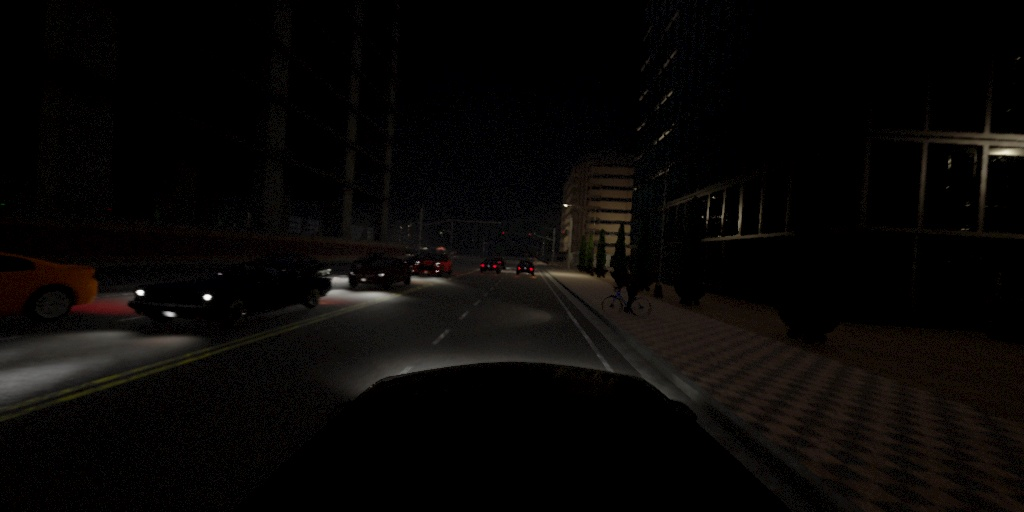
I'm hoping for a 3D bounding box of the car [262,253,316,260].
[{"bbox_3d":[-10.113,0.586,15.876,2.033,1.411,5.357,4,0,2],"label":"car"}]

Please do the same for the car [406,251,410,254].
[{"bbox_3d":[-9.219,0.543,36.292,2.033,1.411,5.357,4,0,3],"label":"car"}]

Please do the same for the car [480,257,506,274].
[{"bbox_3d":[-2.109,0.991,36.732,2.033,1.411,5.357,4,0,3],"label":"car"}]

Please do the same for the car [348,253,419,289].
[{"bbox_3d":[-6.506,0.781,18.295,1.812,1.442,4.674,4,0,2],"label":"car"}]

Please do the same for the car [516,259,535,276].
[{"bbox_3d":[1.381,1.213,36.583,2.033,1.411,5.357,4,0,3],"label":"car"}]

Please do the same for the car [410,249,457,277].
[{"bbox_3d":[-6.086,0.586,28.101,2.097,1.767,4.553,4,0,3],"label":"car"}]

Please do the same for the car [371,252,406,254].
[{"bbox_3d":[-9.692,0.509,25.726,2.128,1.511,4.902,4,0,3],"label":"car"}]

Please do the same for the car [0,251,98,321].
[{"bbox_3d":[-10.514,0.539,6.073,1.882,1.535,5.008,4,0,2],"label":"car"}]

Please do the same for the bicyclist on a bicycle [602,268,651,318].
[{"bbox_3d":[3.855,1.242,12.007,1.656,1.620,0.582,3,0,2],"label":"bicyclist on a bicycle"}]

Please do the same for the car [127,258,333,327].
[{"bbox_3d":[-6.883,0.875,9.521,1.895,1.301,4.718,4,0,2],"label":"car"}]
